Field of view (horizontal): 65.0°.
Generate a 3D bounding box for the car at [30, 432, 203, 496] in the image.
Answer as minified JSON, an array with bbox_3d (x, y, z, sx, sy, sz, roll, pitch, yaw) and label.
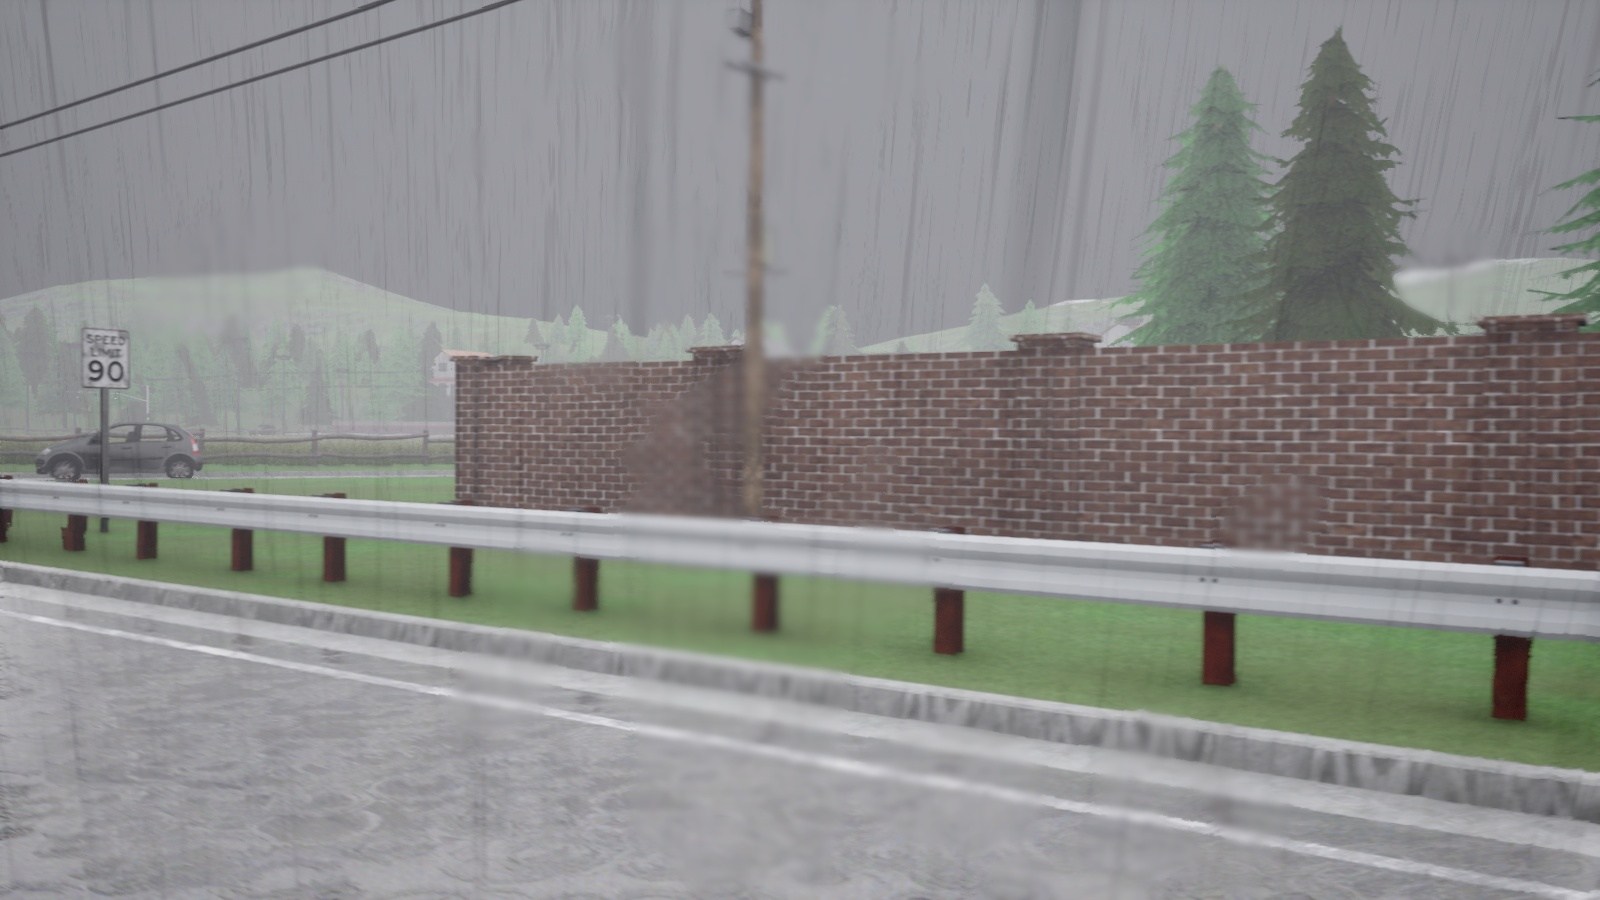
[{"bbox_3d":[-18.325,0.333,33.866,3.988,1.617,1.851,-1,1,-26],"label":"car"}]
